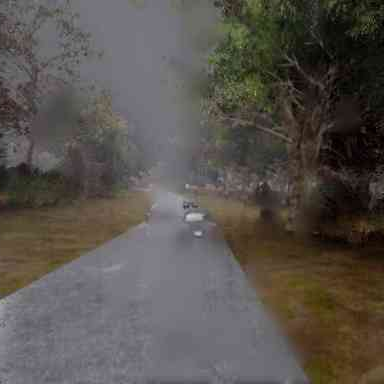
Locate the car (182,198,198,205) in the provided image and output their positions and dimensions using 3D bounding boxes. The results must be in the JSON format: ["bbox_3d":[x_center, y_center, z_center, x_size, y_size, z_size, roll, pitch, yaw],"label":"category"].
[{"bbox_3d":[-0.269,1.483,43.314,1.895,1.301,4.718,0,2,-3],"label":"car"}]

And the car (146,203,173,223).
[{"bbox_3d":[-2.567,1.661,27.020,1.812,1.442,4.674,0,0,0],"label":"car"}]

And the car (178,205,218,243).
[{"bbox_3d":[0.292,1.620,16.544,1.812,1.442,4.674,-1,0,1],"label":"car"}]
